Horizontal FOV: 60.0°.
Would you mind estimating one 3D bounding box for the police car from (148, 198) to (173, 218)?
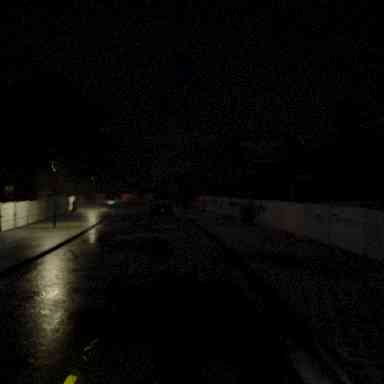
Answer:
[{"bbox_3d":[-2.888,1.357,29.840,1.930,1.638,5.238,0,0,-10],"label":"police car"}]

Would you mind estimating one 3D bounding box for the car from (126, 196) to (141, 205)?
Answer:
[{"bbox_3d":[-9.806,1.409,55.408,1.882,1.535,5.008,0,0,-19],"label":"car"}]
